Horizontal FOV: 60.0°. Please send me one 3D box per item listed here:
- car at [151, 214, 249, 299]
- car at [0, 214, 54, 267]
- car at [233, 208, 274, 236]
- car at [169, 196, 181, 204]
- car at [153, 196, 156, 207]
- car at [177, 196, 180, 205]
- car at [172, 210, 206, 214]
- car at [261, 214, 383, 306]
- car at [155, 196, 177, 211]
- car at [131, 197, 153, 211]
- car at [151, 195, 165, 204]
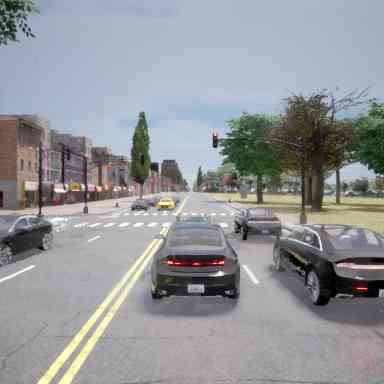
[{"bbox_3d":[0.080,1.531,8.506,1.837,1.490,4.892,0,0,0],"label":"car"},{"bbox_3d":[-6.543,1.538,11.560,2.128,1.511,4.902,0,-1,1],"label":"car"},{"bbox_3d":[3.294,1.577,17.275,2.128,1.511,4.902,0,0,0],"label":"car"},{"bbox_3d":[-3.303,1.485,65.347,2.033,1.411,5.357,0,1,0],"label":"car"},{"bbox_3d":[-6.605,1.591,53.489,2.033,1.411,5.357,0,0,0],"label":"car"},{"bbox_3d":[-3.352,1.607,53.617,1.994,1.385,4.181,0,0,0],"label":"car"},{"bbox_3d":[0.048,1.690,17.811,1.895,1.301,4.718,0,0,0],"label":"car"},{"bbox_3d":[3.328,1.515,8.065,2.128,1.511,4.902,0,0,0],"label":"car"},{"bbox_3d":[-3.357,1.588,43.704,1.882,1.535,5.008,0,0,1],"label":"car"},{"bbox_3d":[-6.609,1.677,43.124,1.994,1.385,4.181,0,0,0],"label":"car"},{"bbox_3d":[-6.560,1.440,64.168,2.128,1.511,4.902,0,1,0],"label":"car"}]
